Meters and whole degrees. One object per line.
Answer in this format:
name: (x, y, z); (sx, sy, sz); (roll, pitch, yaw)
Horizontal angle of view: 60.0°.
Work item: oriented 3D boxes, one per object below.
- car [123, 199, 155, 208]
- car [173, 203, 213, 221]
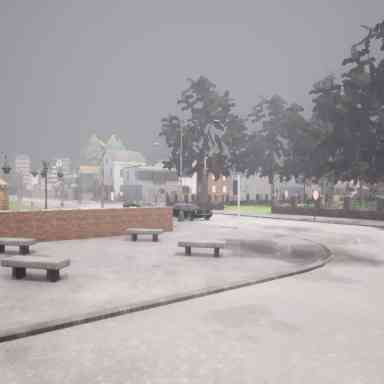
car: (-5.590, 1.492, 34.760); (2.128, 1.511, 4.902); (0, 0, -35)
car: (-0.347, 1.601, 27.341); (1.895, 1.301, 4.718); (0, 0, -35)
